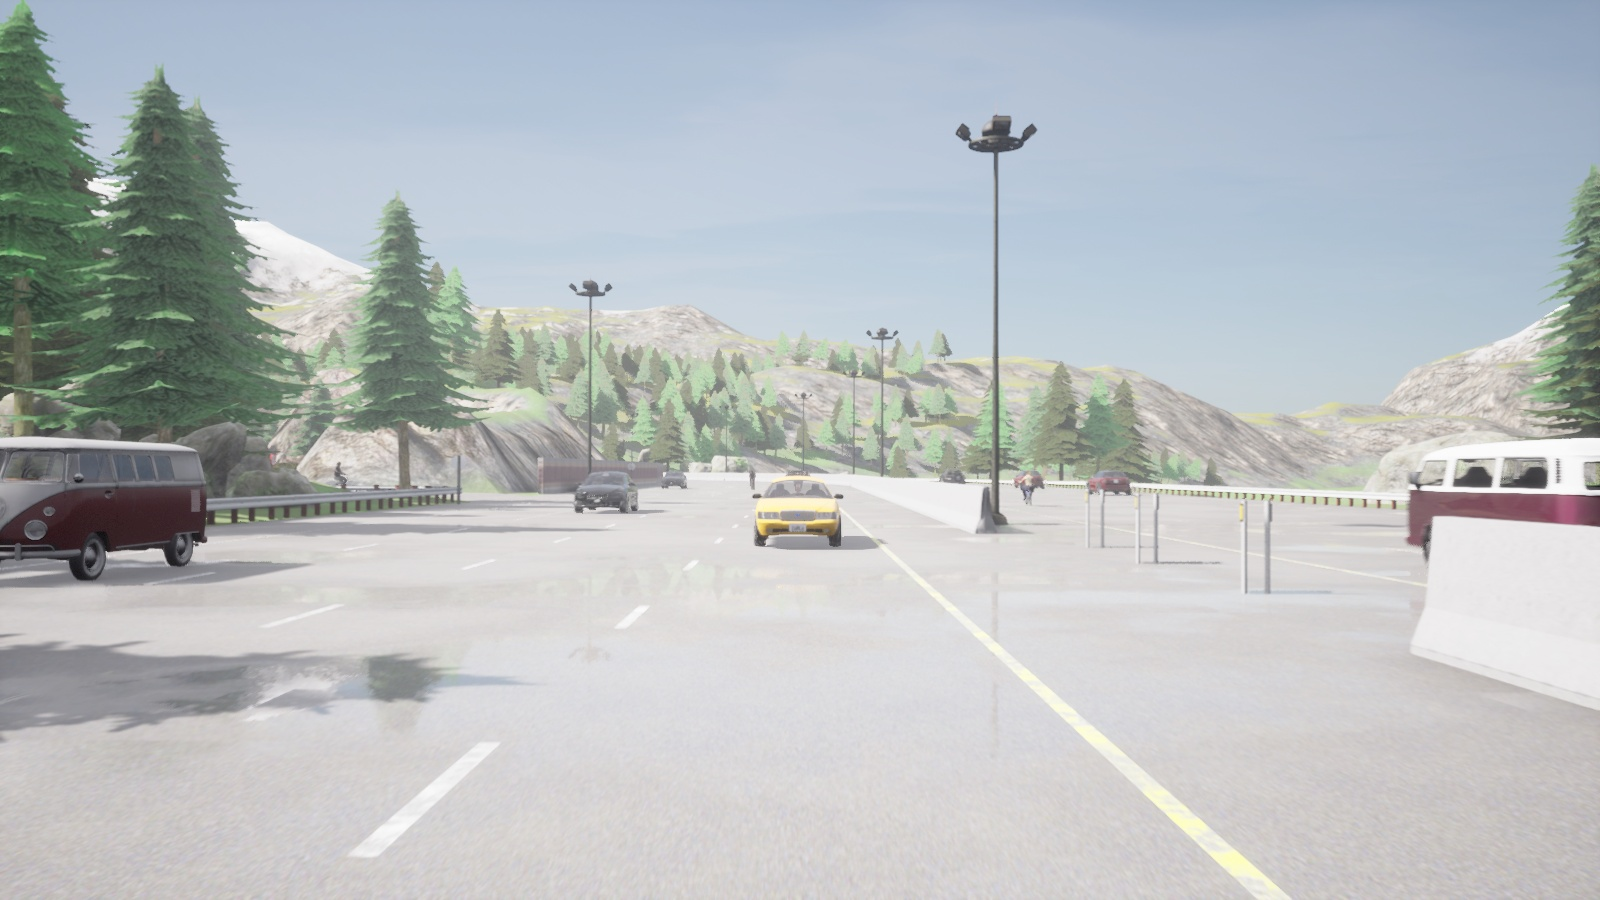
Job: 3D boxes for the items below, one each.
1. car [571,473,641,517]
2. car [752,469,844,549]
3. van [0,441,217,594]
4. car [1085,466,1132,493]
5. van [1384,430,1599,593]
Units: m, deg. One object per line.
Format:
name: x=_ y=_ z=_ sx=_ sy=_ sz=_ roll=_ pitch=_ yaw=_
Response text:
car: x=-7.066 y=1.609 z=46.137 sx=1.837 sy=1.490 sz=4.892 roll=0 pitch=-1 yaw=0
car: x=-0.038 y=1.205 z=27.342 sx=1.801 sy=1.575 sz=5.366 roll=0 pitch=-1 yaw=0
van: x=-10.526 y=0.916 z=18.556 sx=1.775 sy=1.987 sz=4.442 roll=0 pitch=-1 yaw=0
car: x=20.874 y=1.995 z=85.188 sx=2.097 sy=1.767 sz=4.553 roll=0 pitch=-1 yaw=0
van: x=10.475 y=0.796 z=18.043 sx=2.069 sy=2.038 sz=4.480 roll=0 pitch=-1 yaw=0
